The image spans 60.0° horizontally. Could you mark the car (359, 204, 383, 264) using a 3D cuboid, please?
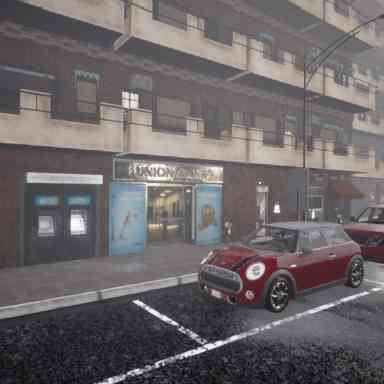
[{"bbox_3d":[6.588,1.320,10.815,5.009,1.841,2.192,0,0,-36],"label":"car"}]

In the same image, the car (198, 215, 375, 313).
[{"bbox_3d":[2.087,1.442,7.593,4.097,1.590,1.967,0,0,-36],"label":"car"}]
